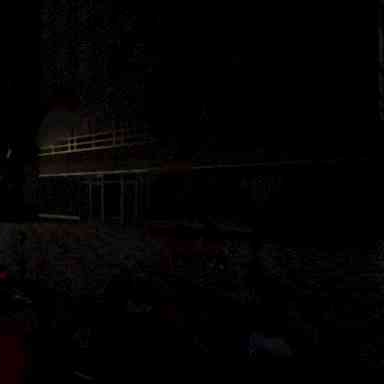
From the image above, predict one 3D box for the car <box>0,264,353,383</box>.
[{"bbox_3d":[-0.597,1.592,3.383,4.206,1.307,1.802,0,0,35],"label":"car"}]
